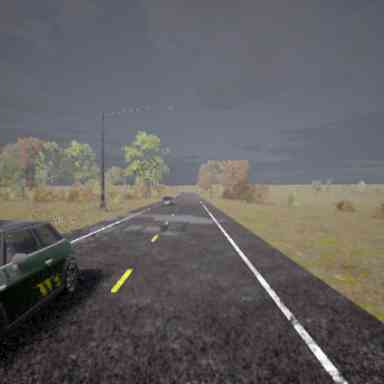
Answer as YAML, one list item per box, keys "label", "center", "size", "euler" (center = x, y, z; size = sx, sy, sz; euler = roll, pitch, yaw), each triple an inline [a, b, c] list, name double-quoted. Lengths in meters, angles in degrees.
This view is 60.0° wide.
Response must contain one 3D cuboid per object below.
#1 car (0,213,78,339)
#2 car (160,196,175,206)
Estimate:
- label: "car"
  center: [-3.600, 1.328, 5.518]
  size: [2.097, 1.767, 4.553]
  euler: [0, 0, 0]
- label: "car"
  center: [-3.565, 1.319, 49.670]
  size: [1.812, 1.442, 4.674]
  euler: [0, 0, 0]
